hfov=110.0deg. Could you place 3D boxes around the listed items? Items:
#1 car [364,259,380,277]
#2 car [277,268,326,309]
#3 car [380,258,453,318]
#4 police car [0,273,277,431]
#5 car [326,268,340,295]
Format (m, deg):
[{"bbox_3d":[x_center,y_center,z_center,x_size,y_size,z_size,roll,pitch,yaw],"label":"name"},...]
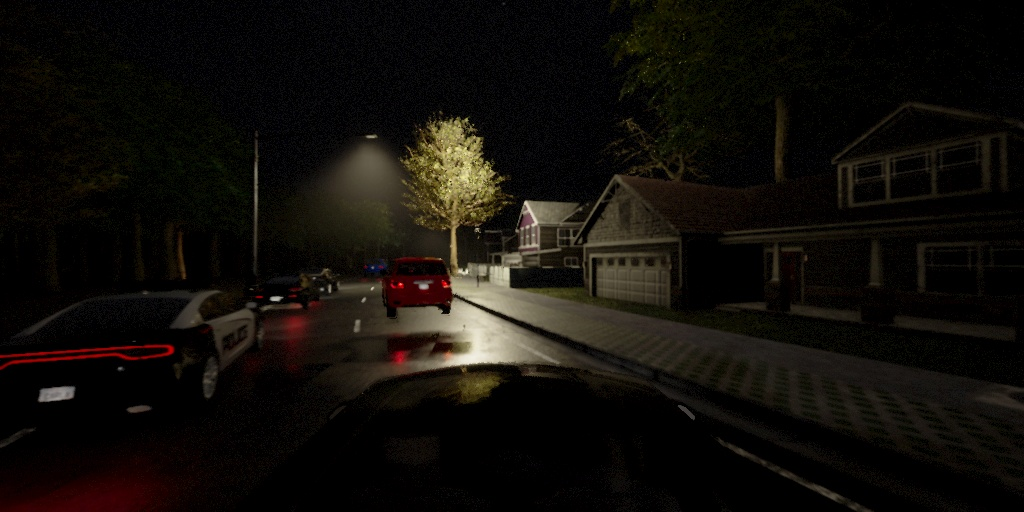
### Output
[{"bbox_3d":[-15.247,1.348,40.846,2.150,2.045,5.566,0,0,-9],"label":"car"},{"bbox_3d":[-9.321,1.393,15.099,1.812,1.442,4.674,0,-1,-20],"label":"car"},{"bbox_3d":[-3.794,1.091,13.902,2.150,2.045,5.566,0,-1,-22],"label":"car"},{"bbox_3d":[-5.624,1.205,5.977,1.930,1.638,5.238,0,-1,-24],"label":"police car"},{"bbox_3d":[-11.279,1.429,20.742,1.837,1.490,4.892,0,-1,-18],"label":"car"}]
